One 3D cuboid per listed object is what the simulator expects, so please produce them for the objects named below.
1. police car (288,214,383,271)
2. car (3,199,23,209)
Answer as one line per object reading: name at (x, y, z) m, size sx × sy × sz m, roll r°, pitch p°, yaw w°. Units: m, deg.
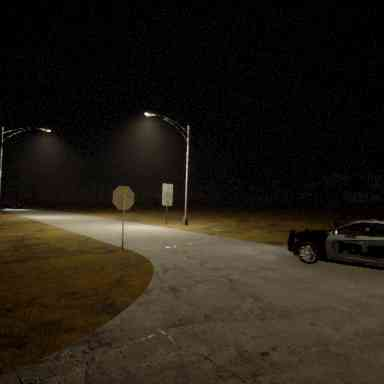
police car at (5.255, 1.458, 9.790) m, size 1.930 × 1.638 × 5.238 m, roll 1°, pitch -2°, yaw -36°
car at (-24.684, 1.596, 45.762) m, size 1.994 × 1.385 × 4.181 m, roll 3°, pitch -2°, yaw -36°
